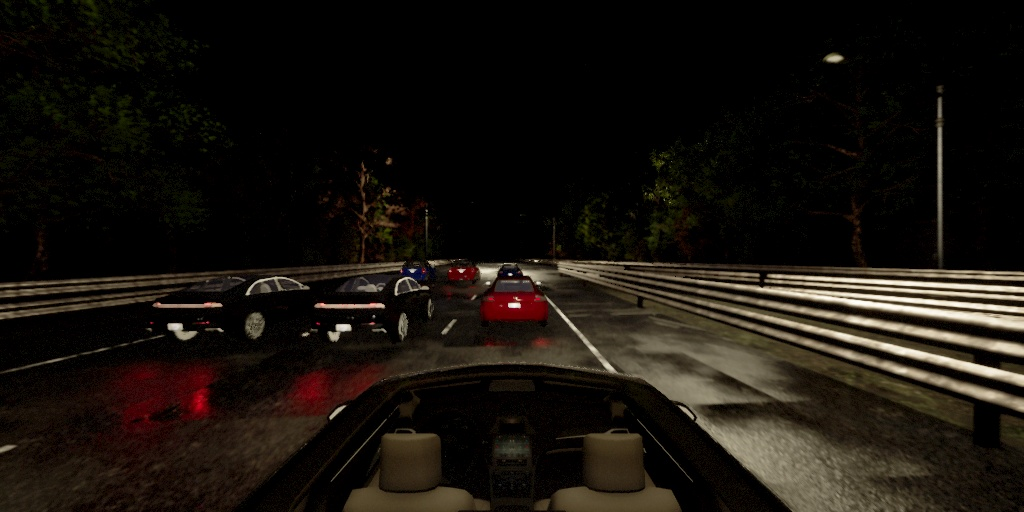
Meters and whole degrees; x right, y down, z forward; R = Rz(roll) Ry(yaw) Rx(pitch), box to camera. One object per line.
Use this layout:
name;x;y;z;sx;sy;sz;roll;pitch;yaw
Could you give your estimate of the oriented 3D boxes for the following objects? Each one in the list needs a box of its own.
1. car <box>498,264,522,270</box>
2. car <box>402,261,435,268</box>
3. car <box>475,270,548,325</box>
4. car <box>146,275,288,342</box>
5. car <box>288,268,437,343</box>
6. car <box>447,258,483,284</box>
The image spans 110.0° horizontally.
car;-0.162;1.340;28.514;1.994;1.385;4.181;0;0;-1
car;-7.148;1.130;27.702;2.097;1.767;4.553;0;0;-1
car;0.051;1.320;11.806;1.994;1.385;4.181;0;0;0
car;-6.935;1.248;9.800;2.128;1.511;4.902;0;0;0
car;-3.434;1.247;9.712;2.128;1.511;4.902;0;0;0
car;-3.647;1.129;27.647;2.097;1.767;4.553;0;0;-1
